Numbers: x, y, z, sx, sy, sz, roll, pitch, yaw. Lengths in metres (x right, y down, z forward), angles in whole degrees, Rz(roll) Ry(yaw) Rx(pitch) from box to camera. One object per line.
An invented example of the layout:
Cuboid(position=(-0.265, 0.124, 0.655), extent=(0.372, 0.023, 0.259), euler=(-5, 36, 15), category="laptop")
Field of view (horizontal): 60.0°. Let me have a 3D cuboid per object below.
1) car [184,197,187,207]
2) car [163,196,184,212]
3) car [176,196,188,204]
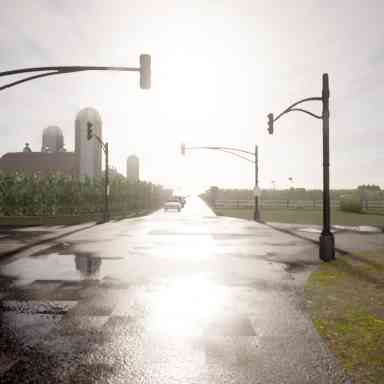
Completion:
Cuboid(position=(-2.214, 1.407, 50.024), extent=(2.097, 1.767, 4.553), euler=(0, 0, 1), category="car")
Cuboid(position=(-2.300, 1.565, 40.195), extent=(1.812, 1.442, 4.674), euler=(0, 0, 1), category="car")
Cuboid(position=(-1.996, 1.637, 66.903), extent=(2.033, 1.411, 5.357), euler=(0, 0, 1), category="car")
